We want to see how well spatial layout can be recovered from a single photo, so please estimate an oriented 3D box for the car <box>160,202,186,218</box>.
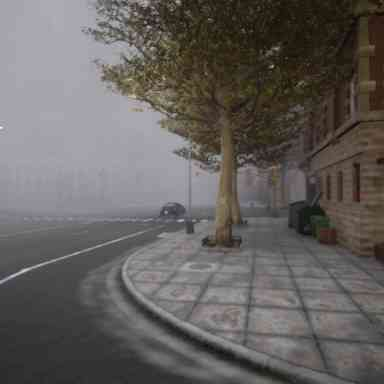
[{"bbox_3d":[-1.960,1.789,33.982,1.812,1.442,4.674,0,-1,11],"label":"car"}]
